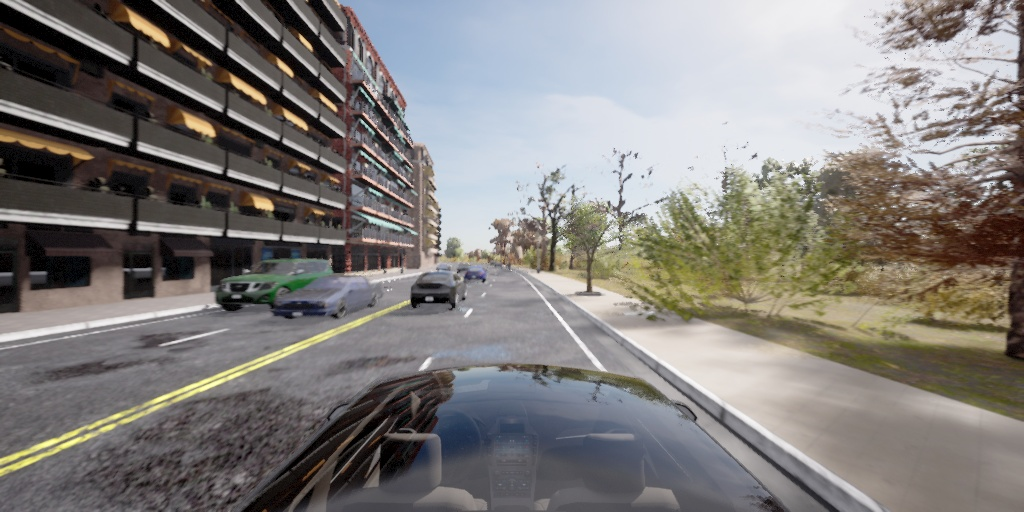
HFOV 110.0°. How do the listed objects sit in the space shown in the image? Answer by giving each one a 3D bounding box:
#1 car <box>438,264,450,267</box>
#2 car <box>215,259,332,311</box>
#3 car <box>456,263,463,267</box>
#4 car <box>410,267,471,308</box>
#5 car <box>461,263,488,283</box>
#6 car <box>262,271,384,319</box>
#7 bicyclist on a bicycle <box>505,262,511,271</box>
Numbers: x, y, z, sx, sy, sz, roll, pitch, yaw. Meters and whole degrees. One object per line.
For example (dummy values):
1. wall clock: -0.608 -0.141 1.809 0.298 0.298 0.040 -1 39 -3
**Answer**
1. car: -10.703 1.925 56.256 2.033 1.411 5.357 0 -1 -2
2. car: -9.851 1.130 15.590 2.150 2.045 5.566 0 -1 0
3. car: -7.399 1.865 54.774 1.837 1.490 4.892 0 -1 -2
4. car: -3.148 1.420 16.078 1.837 1.490 4.892 0 -1 0
5. car: -3.266 1.633 32.683 1.812 1.442 4.674 0 -1 -1
6. car: -6.598 1.434 13.695 2.033 1.411 5.357 0 -1 0
7. bicyclist on a bicycle: -0.438 1.915 64.203 0.582 1.620 1.656 0 -1 -4
